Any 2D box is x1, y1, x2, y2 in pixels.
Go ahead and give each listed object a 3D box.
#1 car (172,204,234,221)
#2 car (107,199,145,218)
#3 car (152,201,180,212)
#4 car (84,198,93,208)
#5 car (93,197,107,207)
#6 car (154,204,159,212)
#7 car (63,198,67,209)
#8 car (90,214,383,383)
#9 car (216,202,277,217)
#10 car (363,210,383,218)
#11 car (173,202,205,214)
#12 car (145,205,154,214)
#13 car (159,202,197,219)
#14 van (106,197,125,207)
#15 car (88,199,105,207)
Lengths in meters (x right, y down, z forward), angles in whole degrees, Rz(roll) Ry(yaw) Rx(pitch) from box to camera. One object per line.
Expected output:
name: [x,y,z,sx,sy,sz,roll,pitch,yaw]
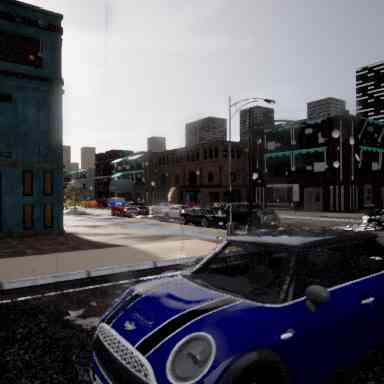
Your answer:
car: [0.713,1.814,24.563,1.947,1.339,4.313,-1,0,-35]
car: [-7.219,1.846,35.952,1.967,1.590,4.097,-1,0,-35]
car: [-3.583,1.966,45.316,1.802,1.307,4.206,-2,0,-35]
car: [-19.842,2.028,63.775,2.097,1.767,4.553,-1,0,-35]
car: [-16.398,1.940,63.376,2.192,1.841,5.009,-1,0,-35]
car: [-3.402,1.966,40.594,1.895,1.301,4.718,-1,0,-35]
car: [-23.129,2.233,58.388,1.752,1.417,4.829,-1,0,-35]
car: [1.062,1.351,4.435,4.553,1.767,2.097,0,0,-35]
car: [4.189,1.547,24.246,2.097,1.767,4.553,-1,0,-34]
car: [13.196,1.507,20.623,4.902,1.511,2.128,0,0,1]
car: [-0.382,1.903,40.802,1.802,1.307,4.206,-2,0,-35]
car: [-6.814,1.918,39.890,1.837,1.490,4.892,-1,0,-35]
car: [-0.906,1.898,31.549,1.895,1.301,4.718,-1,0,-35]
van: [-13.195,1.907,58.861,1.690,1.788,3.998,-1,0,-35]
car: [-19.594,2.228,67.891,1.887,1.381,4.507,-1,0,-35]
